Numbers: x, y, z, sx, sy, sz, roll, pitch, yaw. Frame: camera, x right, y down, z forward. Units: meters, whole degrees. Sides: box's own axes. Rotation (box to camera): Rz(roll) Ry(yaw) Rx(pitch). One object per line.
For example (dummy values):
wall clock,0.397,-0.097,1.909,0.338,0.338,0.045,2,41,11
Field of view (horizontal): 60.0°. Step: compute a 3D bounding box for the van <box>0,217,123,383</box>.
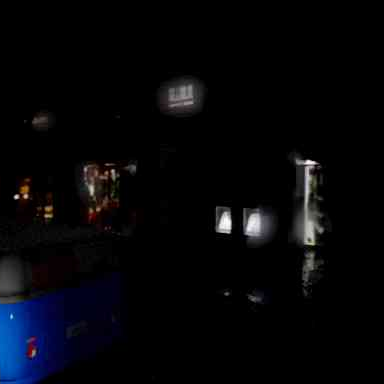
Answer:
van,-2.823,1.299,4.790,3.998,1.788,1.690,0,1,34
